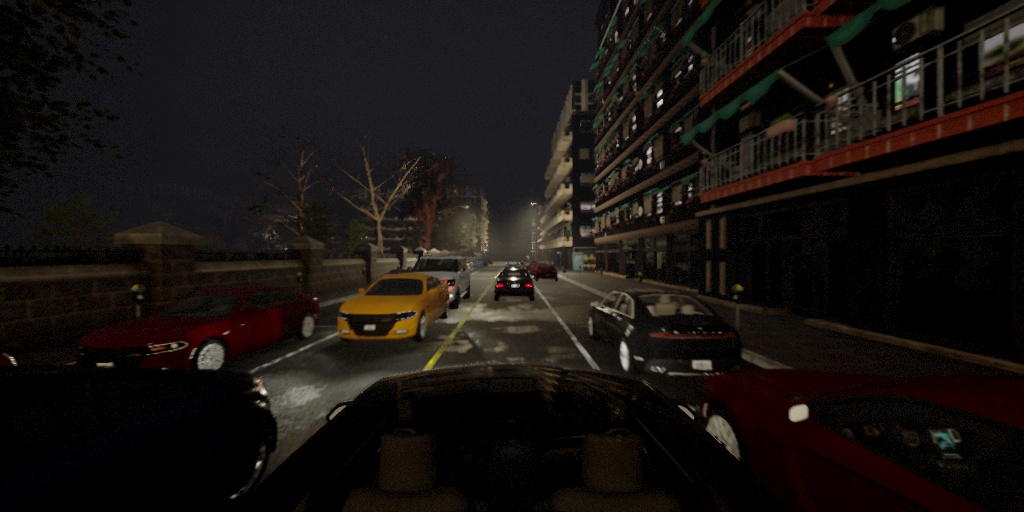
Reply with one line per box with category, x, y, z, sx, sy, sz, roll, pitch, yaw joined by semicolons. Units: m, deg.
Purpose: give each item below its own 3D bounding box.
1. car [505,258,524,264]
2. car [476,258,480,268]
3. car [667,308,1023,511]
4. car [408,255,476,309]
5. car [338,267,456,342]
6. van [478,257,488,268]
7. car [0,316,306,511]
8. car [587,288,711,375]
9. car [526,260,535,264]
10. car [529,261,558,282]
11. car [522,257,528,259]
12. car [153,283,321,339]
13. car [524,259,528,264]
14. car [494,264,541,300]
car;0.109;1.351;45.692;1.994;1.385;4.181;0;0;0
car;-5.682;1.338;46.006;2.007;1.370;4.403;0;0;0
car;2.690;1.295;1.723;1.888;1.381;4.507;0;0;0
car;-3.053;0.981;15.344;2.150;2.045;5.566;0;0;1
car;-2.985;1.233;10.050;1.882;1.535;5.008;0;0;0
van;-5.679;1.148;62.610;1.690;1.789;3.998;0;0;0
car;-3.091;1.314;1.490;1.994;1.385;4.181;0;0;0
car;2.691;1.304;7.259;2.007;1.370;4.403;0;0;0
car;2.697;1.321;34.934;1.888;1.381;4.507;0;0;0
car;2.696;1.315;29.399;1.888;1.381;4.507;0;0;0
car;2.700;1.233;51.539;1.967;1.591;4.097;0;0;0
car;-5.690;1.299;7.260;1.888;1.381;4.507;0;0;0
car;2.699;1.353;46.005;1.948;1.339;4.313;0;0;0
car;0.103;1.308;17.696;2.033;1.411;5.357;0;0;0
